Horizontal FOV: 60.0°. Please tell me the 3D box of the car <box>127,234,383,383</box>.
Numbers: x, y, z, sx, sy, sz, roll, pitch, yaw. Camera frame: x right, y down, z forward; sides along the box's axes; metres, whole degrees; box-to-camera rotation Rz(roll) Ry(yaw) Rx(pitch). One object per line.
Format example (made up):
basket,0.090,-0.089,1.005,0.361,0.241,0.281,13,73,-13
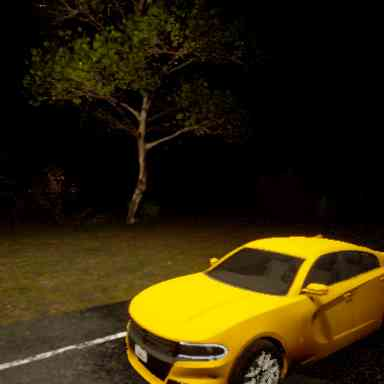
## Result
car,1.469,1.477,5.074,5.008,1.535,1.882,0,0,-36
